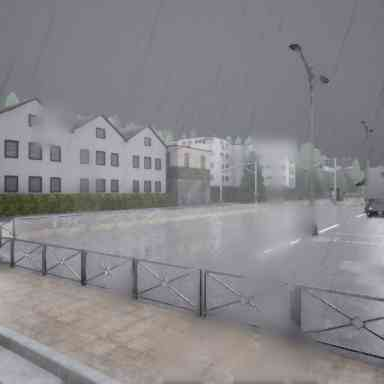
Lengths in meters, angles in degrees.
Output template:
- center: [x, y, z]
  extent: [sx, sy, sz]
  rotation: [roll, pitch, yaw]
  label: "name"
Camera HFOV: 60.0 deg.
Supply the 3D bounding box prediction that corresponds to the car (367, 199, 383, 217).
- center: [15.412, 1.298, 26.820]
  extent: [2.007, 1.523, 4.514]
  rotation: [0, 0, 35]
  label: "car"
